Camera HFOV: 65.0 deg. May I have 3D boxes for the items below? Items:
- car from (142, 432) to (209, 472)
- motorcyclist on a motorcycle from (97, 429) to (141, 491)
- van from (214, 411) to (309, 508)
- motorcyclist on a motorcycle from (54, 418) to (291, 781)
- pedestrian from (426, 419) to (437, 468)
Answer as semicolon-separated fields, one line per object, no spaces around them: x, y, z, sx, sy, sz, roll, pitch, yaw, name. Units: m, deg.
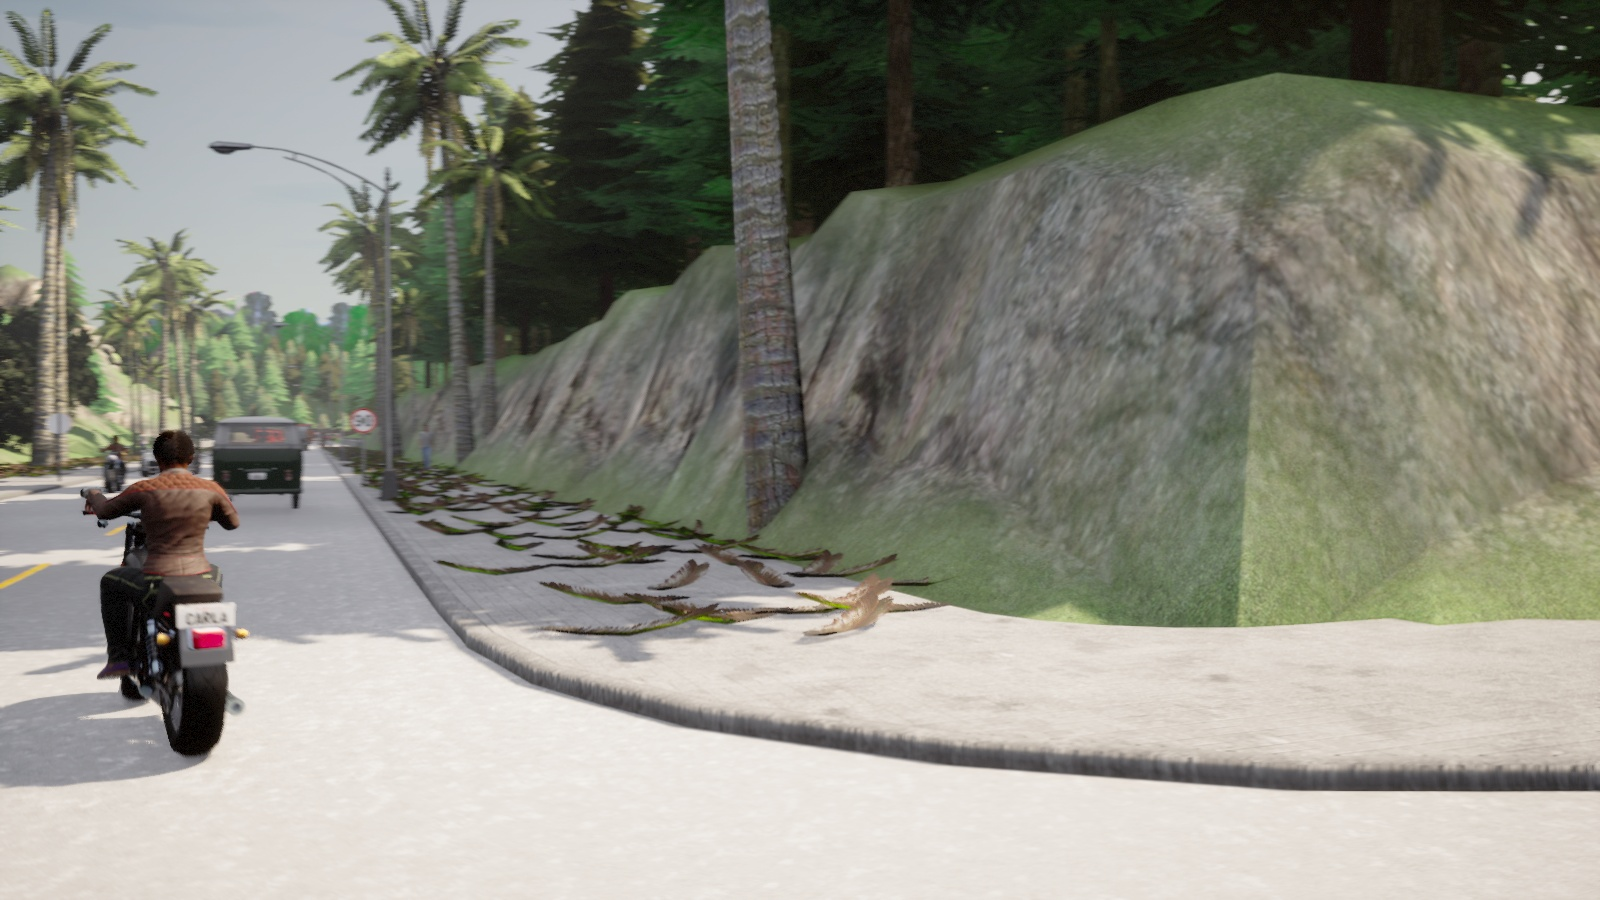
-24.151;0.051;48.649;1.970;1.475;3.806;0;1;-21;car
-18.740;0.243;34.577;0.766;1.649;2.350;0;1;-21;motorcyclist on a motorcycle
-11.954;0.161;28.071;1.775;1.987;4.442;0;1;-21;van
-3.510;0.673;6.885;0.766;1.649;2.350;1;0;-36;motorcyclist on a motorcycle
-13.762;-0.246;46.872;0.354;1.836;0.706;0;1;-21;pedestrian
